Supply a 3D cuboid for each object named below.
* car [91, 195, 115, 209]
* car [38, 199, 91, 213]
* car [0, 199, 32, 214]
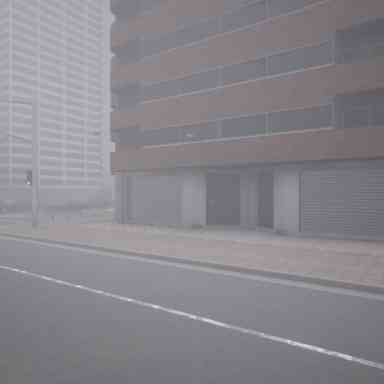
[{"bbox_3d":[-12.781,1.505,44.149,1.837,1.490,4.892,0,0,35],"label":"car"},{"bbox_3d":[-13.872,1.601,36.458,1.895,1.301,4.718,0,0,35],"label":"car"},{"bbox_3d":[-18.736,1.477,35.595,1.882,1.535,5.008,0,0,35],"label":"car"}]
